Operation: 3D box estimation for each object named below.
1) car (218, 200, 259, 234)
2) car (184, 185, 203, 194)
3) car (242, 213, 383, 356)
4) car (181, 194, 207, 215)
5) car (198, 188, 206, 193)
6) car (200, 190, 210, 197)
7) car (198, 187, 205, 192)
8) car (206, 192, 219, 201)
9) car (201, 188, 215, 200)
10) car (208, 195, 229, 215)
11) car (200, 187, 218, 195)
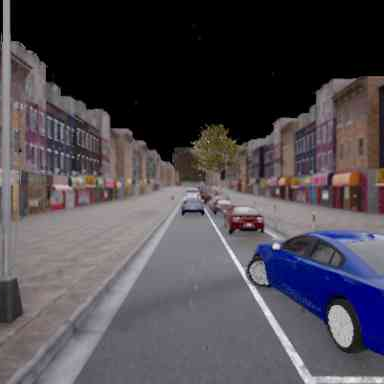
[{"bbox_3d":[2.640,1.358,17.672,1.887,1.381,4.507,1,1,0],"label":"car"},{"bbox_3d":[0.050,0.491,46.596,2.150,2.045,5.566,0,2,0],"label":"car"},{"bbox_3d":[2.719,1.422,6.168,1.882,1.535,5.008,0,1,-10],"label":"car"},{"bbox_3d":[0.075,1.195,29.396,1.994,1.385,4.181,0,1,0],"label":"car"},{"bbox_3d":[2.624,-0.463,89.913,1.947,1.339,4.313,2,2,0],"label":"car"},{"bbox_3d":[2.631,0.250,67.695,1.947,1.339,4.313,2,2,0],"label":"car"},{"bbox_3d":[2.622,-0.655,95.466,1.947,1.339,4.313,2,2,0],"label":"car"},{"bbox_3d":[2.638,1.061,34.520,1.752,1.417,4.829,1,1,0],"label":"car"},{"bbox_3d":[2.640,0.320,56.578,2.192,1.841,5.009,2,2,0],"label":"car"},{"bbox_3d":[2.638,1.224,28.792,1.802,1.307,4.206,1,1,0],"label":"car"},{"bbox_3d":[2.642,0.611,45.462,2.192,1.841,5.009,1,1,0],"label":"car"}]
